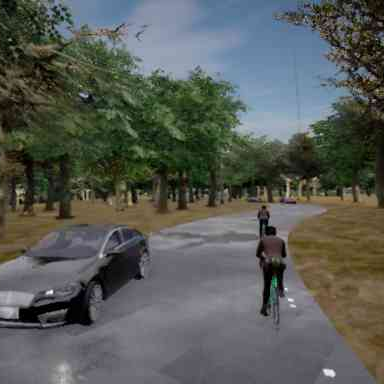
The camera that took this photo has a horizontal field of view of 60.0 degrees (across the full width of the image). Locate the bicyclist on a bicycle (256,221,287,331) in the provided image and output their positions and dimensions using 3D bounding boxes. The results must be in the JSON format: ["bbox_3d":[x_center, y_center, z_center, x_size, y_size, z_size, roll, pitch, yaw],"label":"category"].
[{"bbox_3d":[1.426,1.446,5.921,0.582,1.620,1.656,0,0,7],"label":"bicyclist on a bicycle"}]

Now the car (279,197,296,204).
[{"bbox_3d":[16.982,1.513,59.527,1.994,1.385,4.181,0,-1,-3],"label":"car"}]

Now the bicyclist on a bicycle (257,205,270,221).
[{"bbox_3d":[3.102,1.409,14.386,0.582,1.620,1.656,0,0,15],"label":"bicyclist on a bicycle"}]

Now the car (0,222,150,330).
[{"bbox_3d":[-2.307,1.478,7.250,2.128,1.511,4.902,0,0,9],"label":"car"}]

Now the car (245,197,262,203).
[{"bbox_3d":[13.691,1.797,74.371,2.128,1.511,4.902,0,-1,-23],"label":"car"}]
